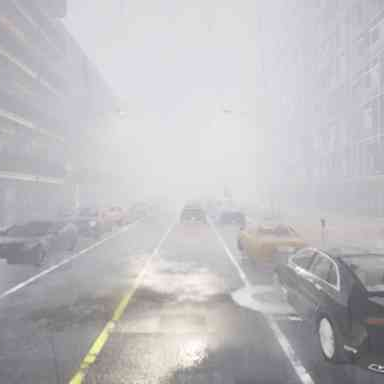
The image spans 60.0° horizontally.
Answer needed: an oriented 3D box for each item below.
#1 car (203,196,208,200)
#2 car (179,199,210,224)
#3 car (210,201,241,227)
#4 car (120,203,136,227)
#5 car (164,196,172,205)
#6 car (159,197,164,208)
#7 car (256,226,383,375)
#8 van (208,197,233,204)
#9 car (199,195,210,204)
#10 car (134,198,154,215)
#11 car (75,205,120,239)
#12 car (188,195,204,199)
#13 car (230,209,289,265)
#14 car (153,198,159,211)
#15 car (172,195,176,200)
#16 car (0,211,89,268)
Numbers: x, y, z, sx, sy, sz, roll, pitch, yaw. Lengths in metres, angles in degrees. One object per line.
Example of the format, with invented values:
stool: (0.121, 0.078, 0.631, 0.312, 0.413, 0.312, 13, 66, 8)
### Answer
car: (2.570, 1.574, 39.522, 1.887, 1.381, 4.507, 1, 0, 0)
car: (0.096, 1.523, 24.901, 1.837, 1.490, 4.892, 0, 0, 0)
car: (2.572, 1.566, 22.565, 2.008, 1.369, 4.403, 1, 0, 0)
car: (-5.308, 1.598, 22.733, 1.802, 1.307, 4.206, 1, 0, 0)
car: (-5.322, 1.616, 62.258, 1.947, 1.339, 4.313, 1, 0, 0)
car: (-5.309, 1.474, 45.319, 1.967, 1.590, 4.097, 1, 0, 0)
car: (2.574, 1.555, 5.608, 2.008, 1.369, 4.403, 1, 0, 0)
van: (2.574, 1.361, 28.217, 1.690, 1.788, 3.998, 1, 0, 0)
car: (2.568, 1.496, 67.784, 1.967, 1.590, 4.097, 1, 0, 0)
car: (-5.310, 1.606, 34.026, 1.802, 1.307, 4.206, 1, 0, 0)
car: (-5.306, 1.452, 17.086, 1.967, 1.590, 4.097, 1, 0, 0)
car: (0.095, 1.523, 42.379, 2.128, 1.511, 4.902, 0, 0, 0)
car: (2.574, 1.533, 11.430, 1.752, 1.417, 4.829, 1, 0, 0)
car: (-5.310, 1.555, 39.503, 1.752, 1.417, 4.829, 1, 0, 0)
car: (-5.288, 1.613, 73.552, 2.008, 1.369, 4.403, 1, 0, 0)
car: (-5.307, 1.574, 11.440, 1.947, 1.339, 4.313, 1, 0, 0)
